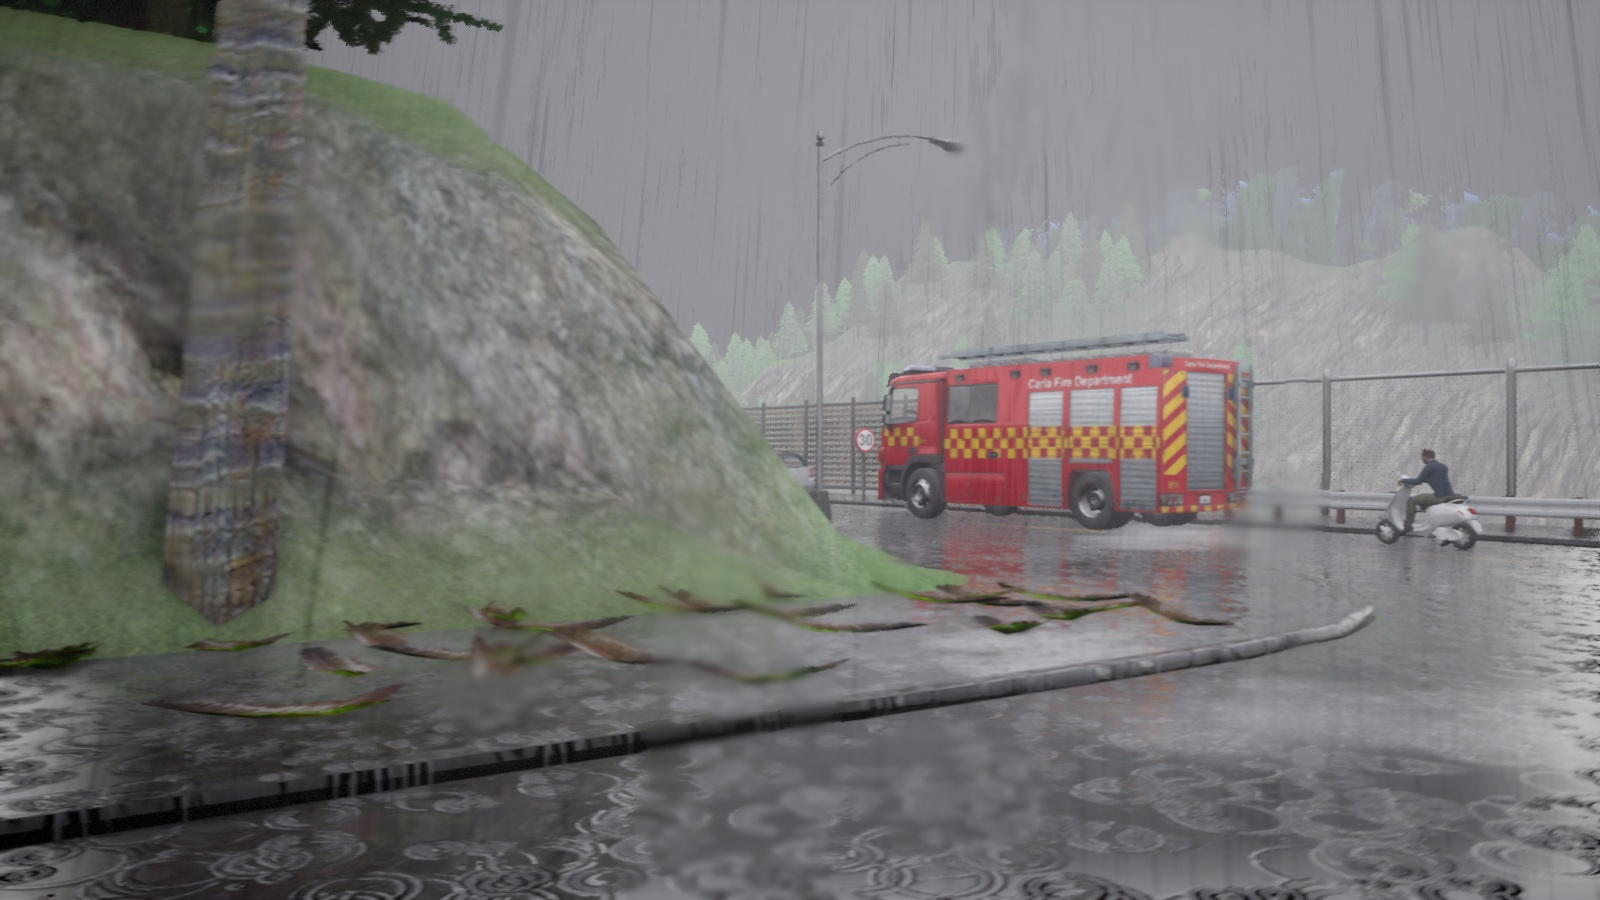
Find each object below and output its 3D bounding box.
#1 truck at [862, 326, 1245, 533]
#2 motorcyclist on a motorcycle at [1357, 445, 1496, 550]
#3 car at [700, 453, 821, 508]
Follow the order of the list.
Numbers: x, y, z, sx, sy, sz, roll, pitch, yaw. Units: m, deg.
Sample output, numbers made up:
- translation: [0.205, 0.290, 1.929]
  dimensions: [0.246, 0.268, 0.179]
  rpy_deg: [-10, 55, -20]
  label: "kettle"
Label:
- translation: [5.154, -0.363, 27.456]
  dimensions: [2.891, 3.827, 8.468]
  rpy_deg: [0, 0, -36]
  label: "truck"
- translation: [10.005, 0.727, 20.117]
  dimensions: [0.866, 1.590, 1.817]
  rpy_deg: [0, 0, -29]
  label: "motorcyclist on a motorcycle"
- translation: [-1.199, 0.851, 36.513]
  dimensions: [1.845, 1.501, 3.633]
  rpy_deg: [0, 0, -35]
  label: "car"
